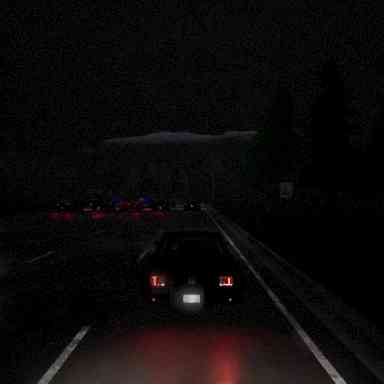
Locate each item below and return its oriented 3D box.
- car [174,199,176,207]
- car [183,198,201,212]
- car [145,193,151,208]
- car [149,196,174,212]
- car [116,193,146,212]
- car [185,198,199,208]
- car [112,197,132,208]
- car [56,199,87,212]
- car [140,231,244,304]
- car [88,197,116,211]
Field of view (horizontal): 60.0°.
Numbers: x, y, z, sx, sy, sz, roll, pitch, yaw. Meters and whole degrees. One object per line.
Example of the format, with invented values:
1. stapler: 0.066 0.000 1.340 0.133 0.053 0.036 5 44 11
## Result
1. car: -3.489 1.564 49.546 1.994 1.385 4.181 0 0 0
2. car: 0.006 1.564 39.619 1.994 1.385 4.181 0 0 0
3. car: -7.002 1.221 48.789 2.150 2.045 5.566 0 0 0
4. car: -3.496 1.505 39.158 1.837 1.490 4.892 0 0 0
5. car: -6.999 1.352 38.844 2.097 1.767 4.553 0 0 0
6. car: 0.006 1.564 49.539 1.994 1.385 4.181 0 0 0
7. car: -10.495 1.478 49.938 1.882 1.535 5.008 0 0 0
8. car: -14.004 1.526 38.189 1.812 1.442 4.674 0 0 0
9. car: -0.001 1.601 8.112 1.895 1.301 4.718 0 0 0
10. car: -10.488 1.505 39.914 1.837 1.490 4.892 0 0 0
